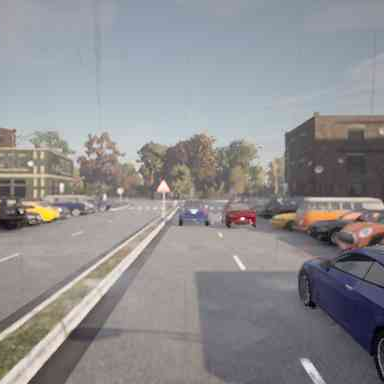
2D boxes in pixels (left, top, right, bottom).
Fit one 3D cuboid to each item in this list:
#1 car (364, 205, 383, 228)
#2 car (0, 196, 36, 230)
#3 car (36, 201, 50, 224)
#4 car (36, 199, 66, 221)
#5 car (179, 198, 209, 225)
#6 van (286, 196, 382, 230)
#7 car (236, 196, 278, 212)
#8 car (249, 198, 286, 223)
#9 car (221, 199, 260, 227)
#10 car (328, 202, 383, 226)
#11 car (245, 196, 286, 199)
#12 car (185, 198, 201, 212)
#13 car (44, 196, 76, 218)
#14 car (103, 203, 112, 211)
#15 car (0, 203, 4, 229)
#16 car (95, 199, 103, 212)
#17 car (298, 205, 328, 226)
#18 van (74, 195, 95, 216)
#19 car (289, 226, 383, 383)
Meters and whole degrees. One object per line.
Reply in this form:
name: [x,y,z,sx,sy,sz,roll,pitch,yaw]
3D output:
car: [7.683,1.367,9.185,4.553,1.767,2.185,0,0,0]
car: [-12.534,1.266,19.274,5.566,2.045,2.435,0,0,0]
car: [-12.506,1.528,22.051,4.892,1.521,2.231,0,0,0]
car: [-12.489,1.537,24.706,5.008,1.535,2.097,0,0,0]
car: [0.132,1.407,24.857,2.097,1.767,4.553,0,0,0]
van: [7.545,1.287,17.457,4.442,1.987,1.878,0,0,0]
car: [7.658,1.424,39.523,4.553,1.767,2.185,0,0,0]
car: [7.682,1.546,28.485,4.892,1.521,2.231,0,0,0]
car: [3.140,1.526,23.080,1.882,1.535,5.008,0,0,0]
car: [7.686,1.372,11.942,4.553,1.767,2.185,0,0,0]
car: [7.648,1.424,31.247,4.553,1.767,2.185,0,0,0]
car: [0.155,1.542,41.643,1.882,1.535,5.008,0,0,0]
car: [-12.519,1.422,27.610,4.553,1.767,2.185,0,0,0]
car: [-12.431,1.579,41.389,4.792,1.488,2.163,0,0,0]
car: [-12.696,1.504,16.493,5.366,1.575,1.946,0,0,0]
car: [-12.503,1.435,35.954,4.553,1.767,2.185,0,0,0]
car: [7.664,1.505,14.699,5.008,1.535,2.097,0,0,0]
van: [-12.361,1.336,33.046,4.442,1.987,1.878,0,0,0]
car: [3.107,1.531,4.993,1.812,1.442,4.674,0,0,0]
